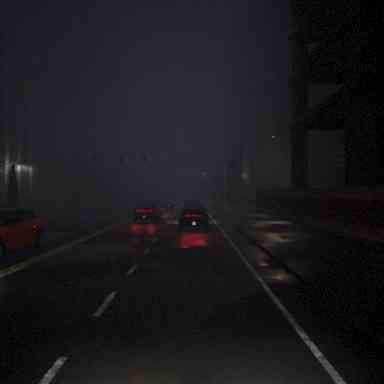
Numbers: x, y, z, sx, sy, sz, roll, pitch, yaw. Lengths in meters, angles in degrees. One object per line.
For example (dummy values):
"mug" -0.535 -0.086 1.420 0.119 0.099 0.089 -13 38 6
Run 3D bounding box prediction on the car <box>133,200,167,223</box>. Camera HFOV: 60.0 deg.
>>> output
"car" -3.383 1.537 25.977 2.128 1.511 4.902 0 0 0

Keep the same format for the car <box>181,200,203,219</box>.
"car" 0.114 1.532 30.722 1.882 1.535 5.008 0 0 2

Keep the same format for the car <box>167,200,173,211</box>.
"car" -3.375 1.674 41.319 1.895 1.301 4.718 0 0 0

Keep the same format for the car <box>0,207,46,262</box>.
"car" -7.009 1.372 11.669 2.097 1.767 4.553 0 0 0

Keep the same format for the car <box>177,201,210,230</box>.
"car" 0.114 1.542 21.263 1.837 1.490 4.892 0 0 0
